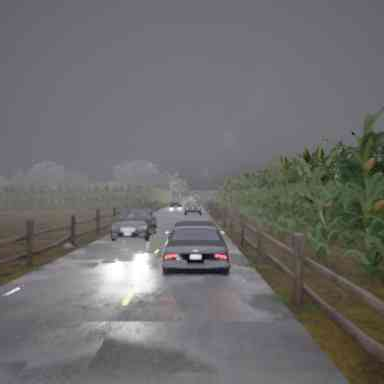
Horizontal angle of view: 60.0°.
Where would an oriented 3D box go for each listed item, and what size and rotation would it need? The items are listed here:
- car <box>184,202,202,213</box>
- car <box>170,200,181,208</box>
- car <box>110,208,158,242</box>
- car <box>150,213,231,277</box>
[{"bbox_3d":[0.097,1.771,37.060,2.033,1.411,5.357,0,0,0],"label":"car"},{"bbox_3d":[-2.824,1.995,57.600,1.895,1.301,4.718,0,-1,0],"label":"car"},{"bbox_3d":[-2.850,1.593,17.131,2.128,1.511,4.902,0,0,0],"label":"car"},{"bbox_3d":[0.091,1.610,10.434,2.033,1.411,5.357,0,0,0],"label":"car"}]
